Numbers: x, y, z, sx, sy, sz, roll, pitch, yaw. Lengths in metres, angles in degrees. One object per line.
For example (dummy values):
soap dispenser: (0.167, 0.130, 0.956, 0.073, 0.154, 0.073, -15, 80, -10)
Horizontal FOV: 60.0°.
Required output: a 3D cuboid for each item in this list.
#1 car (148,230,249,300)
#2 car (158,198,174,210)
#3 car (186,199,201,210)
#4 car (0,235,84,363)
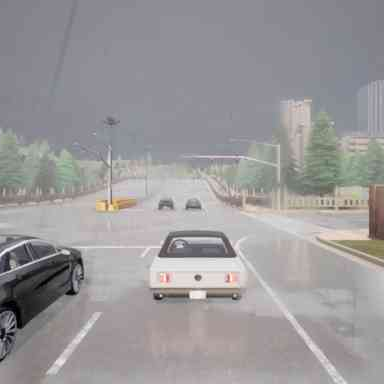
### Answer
car: (0.114, 1.601, 8.331, 1.895, 1.301, 4.718, 0, 0, 0)
car: (-3.322, 1.505, 43.689, 1.837, 1.490, 4.892, 0, 0, 0)
car: (0.181, 1.564, 43.778, 1.994, 1.385, 4.181, 0, 0, 0)
car: (-3.389, 1.492, 5.795, 2.128, 1.511, 4.902, 0, 0, 0)
